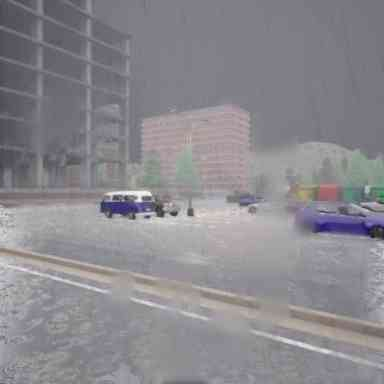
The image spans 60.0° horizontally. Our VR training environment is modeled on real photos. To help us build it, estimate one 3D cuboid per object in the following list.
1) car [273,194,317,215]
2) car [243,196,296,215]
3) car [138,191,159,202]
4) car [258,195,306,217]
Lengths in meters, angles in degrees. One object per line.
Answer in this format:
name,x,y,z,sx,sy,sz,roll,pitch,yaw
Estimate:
car,10.217,1.098,34.799,4.605,1.855,1.932,0,0,36
car,6.999,1.340,30.242,3.806,1.475,1.970,0,0,36
car,-11.234,0.995,86.627,1.851,1.617,3.988,0,0,36
car,8.690,1.308,32.592,3.905,1.438,1.784,0,0,36
